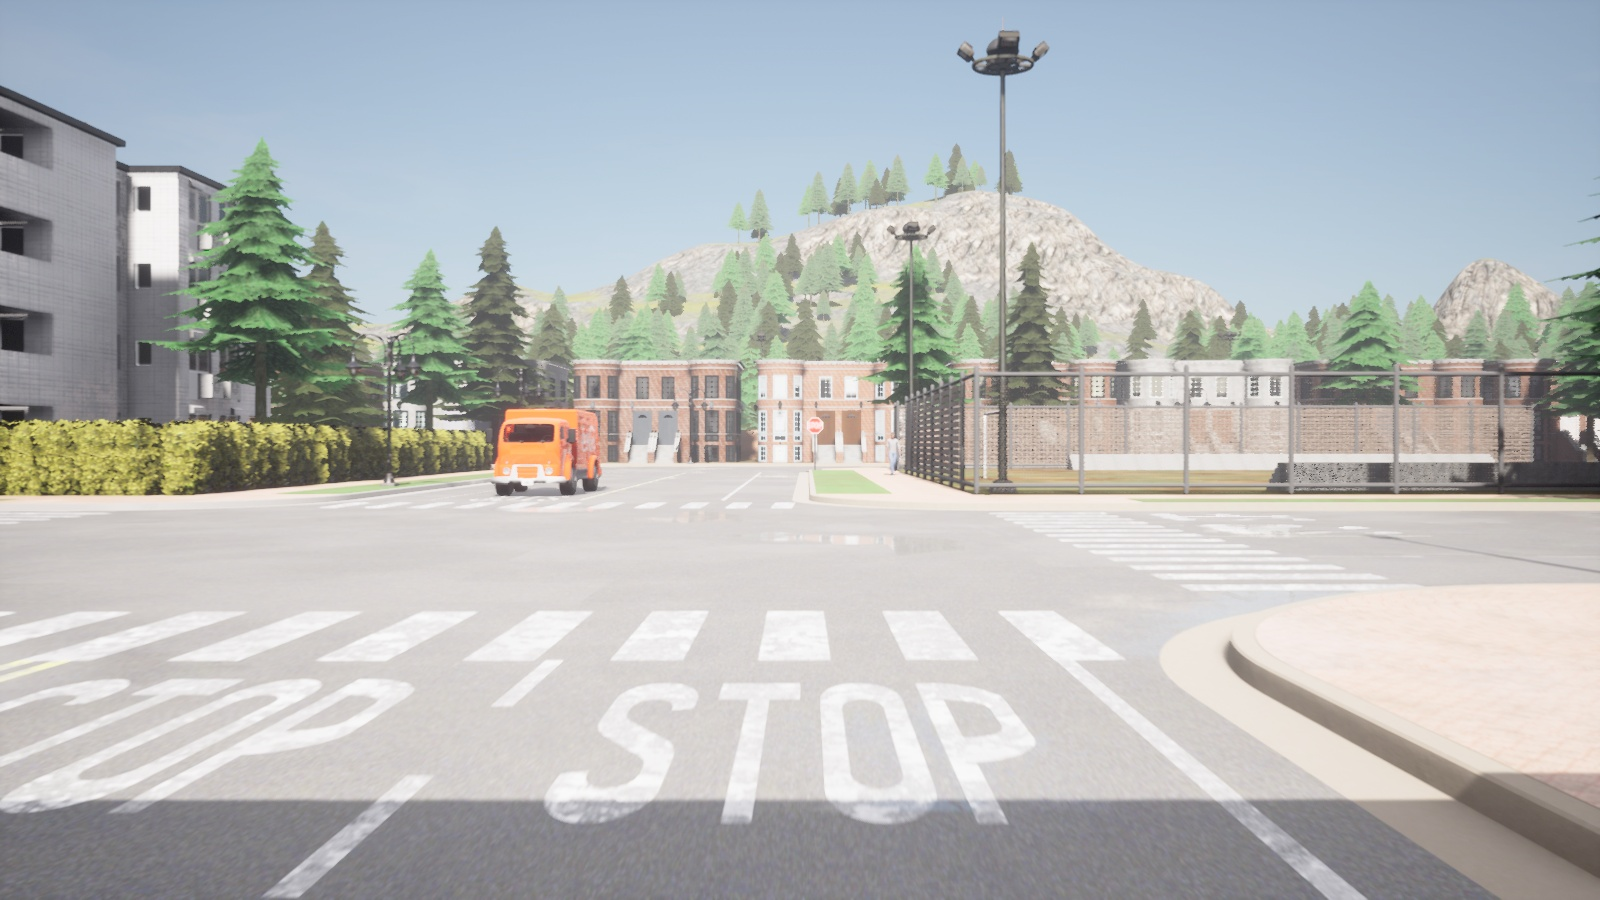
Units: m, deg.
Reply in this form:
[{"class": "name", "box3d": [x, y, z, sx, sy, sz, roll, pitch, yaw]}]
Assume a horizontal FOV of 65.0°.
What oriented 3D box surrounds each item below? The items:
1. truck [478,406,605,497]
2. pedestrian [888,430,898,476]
[{"class": "truck", "box3d": [-7.432, 0.030, 36.773, 2.627, 2.467, 5.204, 0, 0, 0]}, {"class": "pedestrian", "box3d": [3.761, 0.112, 50.790, 0.354, 1.836, 0.706, 0, 0, 0]}]
